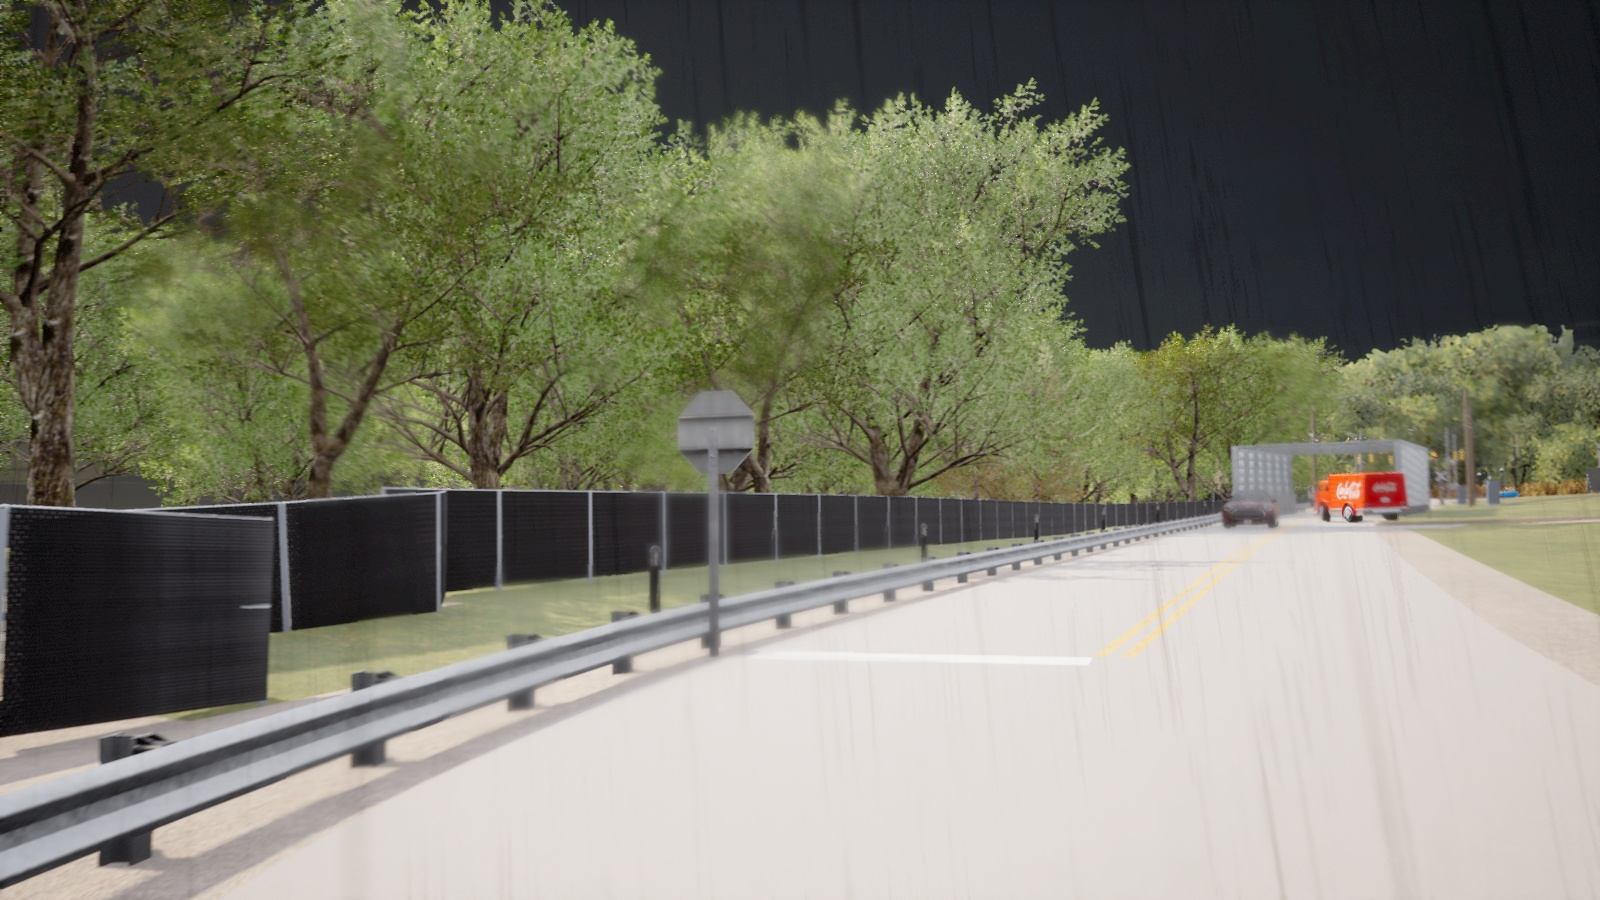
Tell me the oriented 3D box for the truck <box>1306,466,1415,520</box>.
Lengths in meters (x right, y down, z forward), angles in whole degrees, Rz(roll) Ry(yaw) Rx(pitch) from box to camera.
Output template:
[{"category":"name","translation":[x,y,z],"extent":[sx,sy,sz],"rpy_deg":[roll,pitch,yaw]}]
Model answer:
[{"category":"truck","translation":[28.199,2.184,63.454],"extent":[2.627,2.467,5.204],"rpy_deg":[-2,-2,-6]}]

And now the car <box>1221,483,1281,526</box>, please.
[{"category":"car","translation":[19.923,2.384,55.339],"extent":[2.097,1.767,4.553],"rpy_deg":[-3,-3,24]}]
